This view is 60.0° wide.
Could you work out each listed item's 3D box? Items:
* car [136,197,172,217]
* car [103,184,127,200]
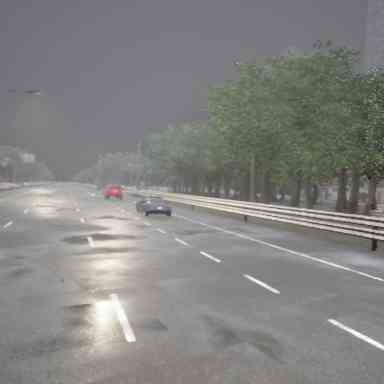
[{"bbox_3d":[-2.958,1.031,25.227,1.994,1.385,4.181,2,1,-21],"label":"car"},{"bbox_3d":[-11.183,-0.025,47.019,2.150,2.045,5.566,2,1,-21],"label":"car"}]
